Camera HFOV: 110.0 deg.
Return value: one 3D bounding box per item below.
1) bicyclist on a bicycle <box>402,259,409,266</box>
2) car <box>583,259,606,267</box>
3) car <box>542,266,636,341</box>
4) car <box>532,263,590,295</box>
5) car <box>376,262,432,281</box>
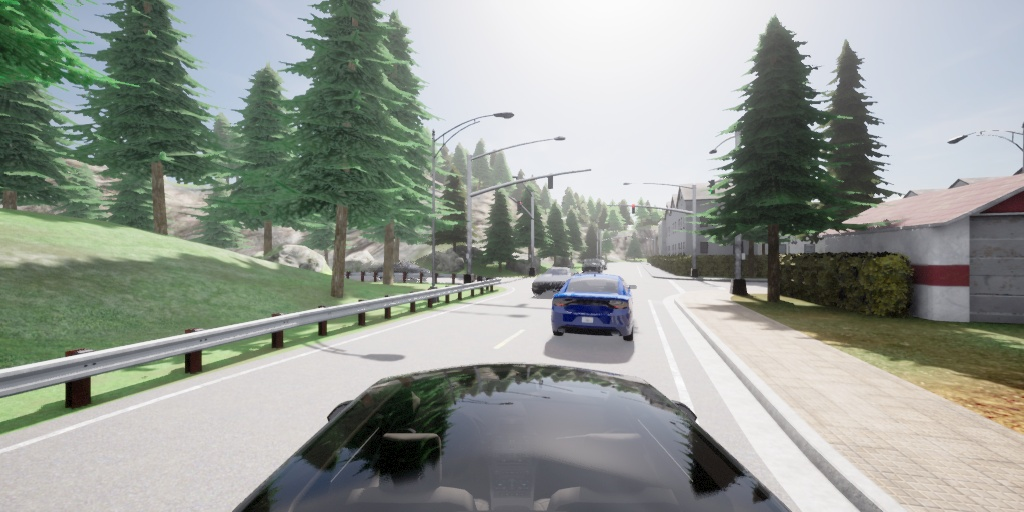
[{"bbox_3d":[-11.291,1.167,38.122,0.582,1.620,1.656,-2,5,18],"label":"bicyclist on a bicycle"},{"bbox_3d":[9.614,1.102,42.821,2.097,1.767,4.553,0,0,19],"label":"car"},{"bbox_3d":[2.412,1.228,10.092,1.882,1.535,5.008,0,0,18],"label":"car"},{"bbox_3d":[2.667,1.298,19.469,2.033,1.411,5.357,0,0,20],"label":"car"},{"bbox_3d":[-8.965,1.257,29.920,4.902,1.511,2.128,0,0,18],"label":"car"}]
